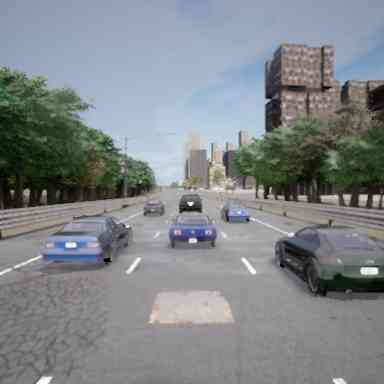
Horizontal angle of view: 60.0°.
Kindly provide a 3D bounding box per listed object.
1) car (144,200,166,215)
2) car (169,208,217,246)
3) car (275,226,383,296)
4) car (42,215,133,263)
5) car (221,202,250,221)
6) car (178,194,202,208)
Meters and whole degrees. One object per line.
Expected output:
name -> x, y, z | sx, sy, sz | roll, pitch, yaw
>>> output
car -> -3.670, 1.497, 33.216 | 2.128, 1.511, 4.902 | 0, 0, -1
car -> 0.028, 1.601, 15.147 | 1.895, 1.301, 4.718 | 0, 0, 0
car -> 3.572, 1.564, 8.717 | 1.994, 1.385, 4.181 | 0, 0, 0
car -> -3.439, 1.549, 11.914 | 2.033, 1.411, 5.357 | 0, 0, 0
car -> 3.424, 1.549, 26.838 | 2.033, 1.411, 5.357 | 0, 0, -1
car -> -0.156, 1.225, 32.473 | 2.150, 2.045, 5.566 | 0, 0, -1
